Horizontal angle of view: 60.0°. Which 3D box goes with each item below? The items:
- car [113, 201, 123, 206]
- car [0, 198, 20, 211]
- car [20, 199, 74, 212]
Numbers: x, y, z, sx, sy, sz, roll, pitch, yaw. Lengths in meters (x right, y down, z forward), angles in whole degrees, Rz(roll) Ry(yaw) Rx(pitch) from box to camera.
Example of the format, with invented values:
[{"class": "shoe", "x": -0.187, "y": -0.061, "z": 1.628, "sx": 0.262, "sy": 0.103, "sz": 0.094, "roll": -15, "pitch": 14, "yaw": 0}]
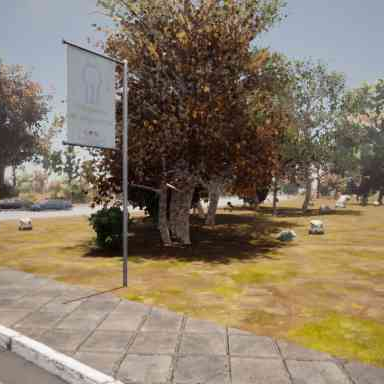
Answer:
[{"class": "car", "x": -10.221, "y": 1.542, "z": 52.580, "sx": 1.895, "sy": 1.301, "sz": 4.718, "roll": 0, "pitch": 0, "yaw": 37}, {"class": "car", "x": -21.253, "y": 1.488, "z": 38.469, "sx": 2.128, "sy": 1.511, "sz": 4.902, "roll": 0, "pitch": 0, "yaw": 39}, {"class": "car", "x": -16.566, "y": 1.540, "z": 38.728, "sx": 2.033, "sy": 1.411, "sz": 5.357, "roll": 0, "pitch": 0, "yaw": 38}]
